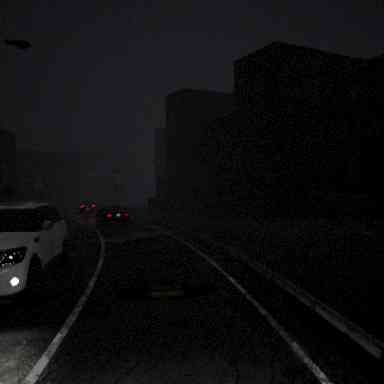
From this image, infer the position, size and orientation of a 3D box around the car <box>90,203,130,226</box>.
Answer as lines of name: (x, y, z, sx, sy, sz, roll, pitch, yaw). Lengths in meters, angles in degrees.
car: (-6.109, 1.671, 25.216, 2.033, 1.411, 5.357, -2, 0, -25)

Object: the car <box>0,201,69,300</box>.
car: (-4.597, 1.285, 8.388, 2.150, 2.045, 5.566, -2, -1, -11)

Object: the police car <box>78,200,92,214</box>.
police car: (-12.871, 1.829, 40.755, 2.038, 1.542, 4.974, -2, 0, -19)
